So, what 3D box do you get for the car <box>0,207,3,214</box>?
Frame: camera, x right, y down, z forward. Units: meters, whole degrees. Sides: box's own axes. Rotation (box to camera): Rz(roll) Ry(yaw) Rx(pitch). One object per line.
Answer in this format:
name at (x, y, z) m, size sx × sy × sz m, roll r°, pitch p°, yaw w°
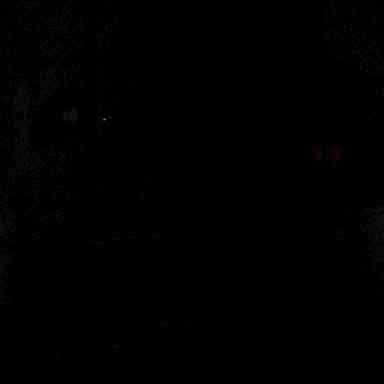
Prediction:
car at (-30.028, 2.589, 50.366) m, size 2.128 × 1.511 × 4.902 m, roll -1°, pitch -1°, yaw -38°
